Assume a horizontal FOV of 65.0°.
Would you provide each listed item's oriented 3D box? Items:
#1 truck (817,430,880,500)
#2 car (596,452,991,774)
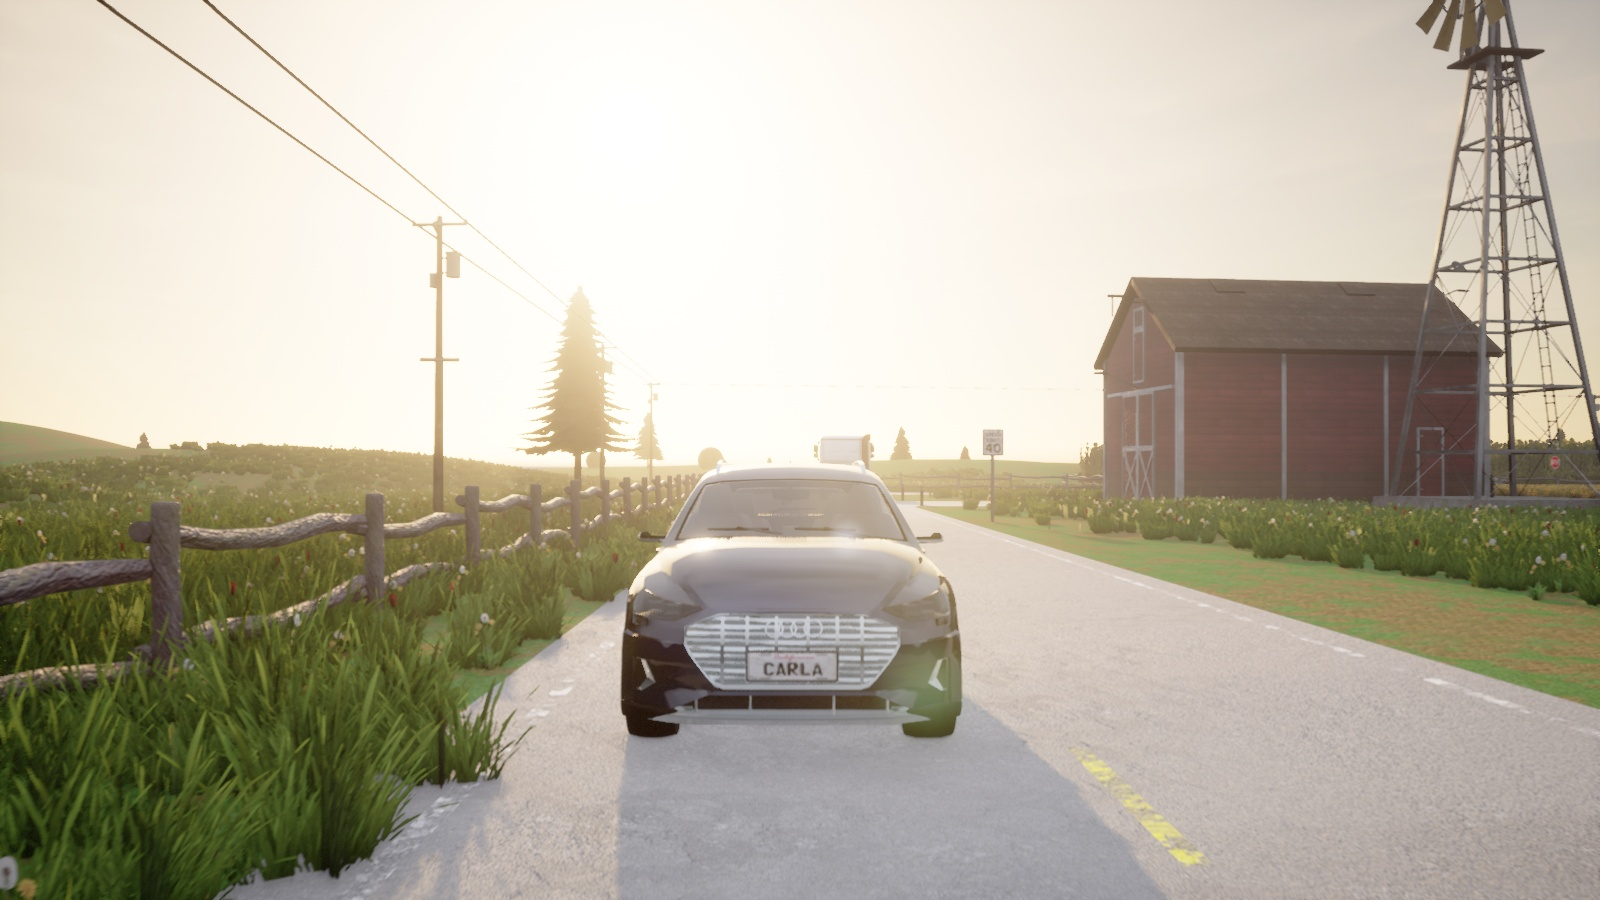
[{"bbox_3d":[2.474,0.809,66.187,2.891,3.462,7.936,0,-1,-1],"label":"truck"},{"bbox_3d":[-0.060,0.875,8.904,2.033,1.649,4.856,0,-1,-1],"label":"car"}]
